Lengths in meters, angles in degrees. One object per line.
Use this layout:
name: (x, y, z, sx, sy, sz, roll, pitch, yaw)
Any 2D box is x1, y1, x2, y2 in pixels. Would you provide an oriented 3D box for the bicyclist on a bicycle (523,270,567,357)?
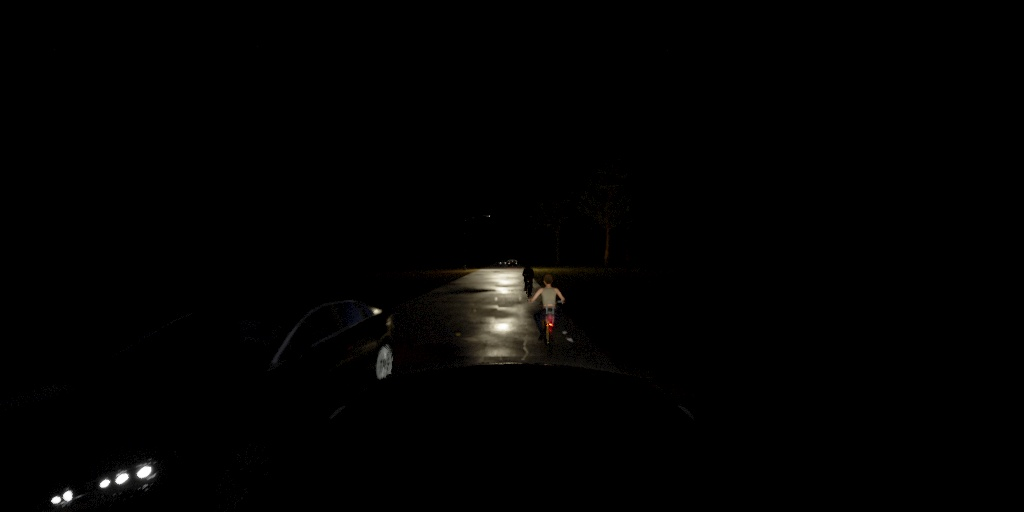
bicyclist on a bicycle: (0.756, 1.186, 7.581, 0.866, 1.612, 1.509, 0, 0, 0)

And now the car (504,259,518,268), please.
car: (0.102, 1.317, 62.167, 1.895, 1.301, 4.718, 0, 0, 0)

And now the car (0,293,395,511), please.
car: (-2.850, 1.242, 4.094, 2.128, 1.511, 4.902, 0, 0, 0)

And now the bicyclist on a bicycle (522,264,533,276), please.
bicyclist on a bicycle: (0.758, 1.201, 16.604, 0.582, 1.620, 1.656, 0, 0, 0)
